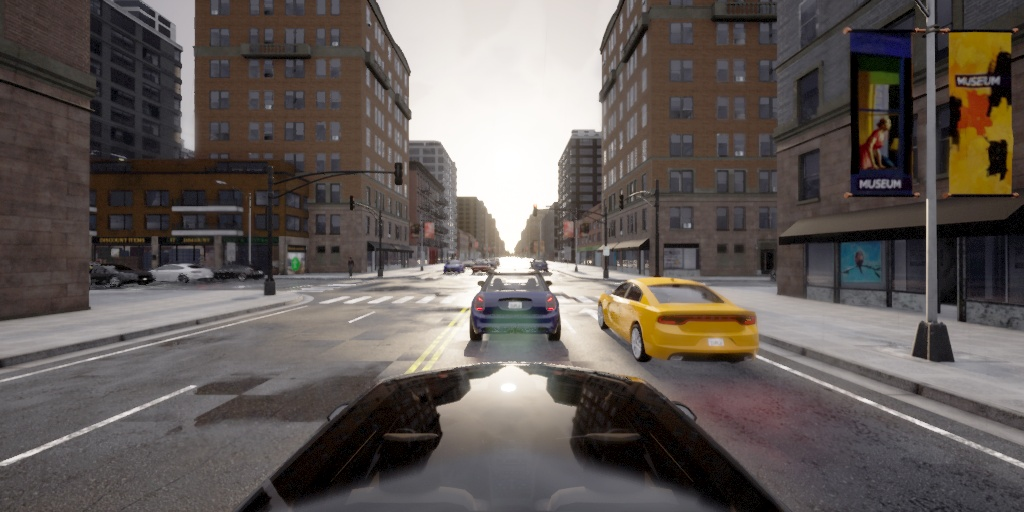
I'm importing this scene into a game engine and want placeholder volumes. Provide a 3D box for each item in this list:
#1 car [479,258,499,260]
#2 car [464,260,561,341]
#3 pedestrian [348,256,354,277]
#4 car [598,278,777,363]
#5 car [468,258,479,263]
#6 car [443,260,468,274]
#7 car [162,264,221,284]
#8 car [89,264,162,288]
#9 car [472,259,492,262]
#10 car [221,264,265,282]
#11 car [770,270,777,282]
[{"bbox_3d":[-3.431,1.092,54.378,2.097,1.767,4.553,0,0,0],"label":"car"},{"bbox_3d":[0.076,1.101,10.009,2.097,1.767,4.553,0,0,0],"label":"car"},{"bbox_3d":[-14.194,0.916,31.521,0.375,1.860,0.375,0,0,0],"label":"pedestrian"},{"bbox_3d":[3.314,1.227,8.209,1.882,1.535,5.008,0,0,1],"label":"car"},{"bbox_3d":[-6.681,1.301,56.295,1.994,1.385,4.181,0,0,0],"label":"car"},{"bbox_3d":[-6.665,1.221,41.312,1.882,1.535,5.008,0,1,0],"label":"car"},{"bbox_3d":[-24.472,1.276,26.136,4.674,1.442,1.812,0,0,0],"label":"car"},{"bbox_3d":[-26.168,1.243,23.198,4.892,1.490,1.837,0,0,0],"label":"car"},{"bbox_3d":[-3.417,1.345,40.198,1.895,1.301,4.718,0,0,0],"label":"car"},{"bbox_3d":[-22.172,1.326,28.671,4.313,1.339,1.948,0,0,0],"label":"car"},{"bbox_3d":[21.823,1.276,26.344,5.008,1.535,1.882,0,0,0],"label":"car"}]
